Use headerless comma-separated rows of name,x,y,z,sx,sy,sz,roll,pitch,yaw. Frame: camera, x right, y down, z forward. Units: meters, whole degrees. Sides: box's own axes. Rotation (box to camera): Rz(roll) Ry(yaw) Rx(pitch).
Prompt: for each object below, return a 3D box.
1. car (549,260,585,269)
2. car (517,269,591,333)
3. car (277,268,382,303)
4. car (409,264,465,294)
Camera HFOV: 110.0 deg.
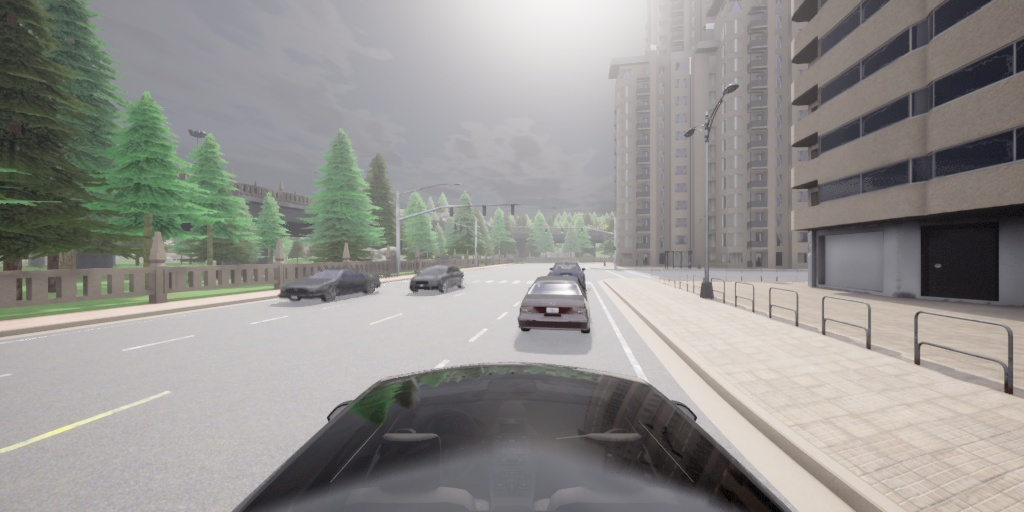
car,3.304,1.101,21.484,2.097,1.767,4.553,0,0,10
car,1.363,1.297,10.737,2.033,1.411,5.357,0,0,10
car,-8.347,1.297,17.158,2.033,1.411,5.357,0,0,11
car,-4.142,1.255,20.580,1.837,1.490,4.892,0,0,11
